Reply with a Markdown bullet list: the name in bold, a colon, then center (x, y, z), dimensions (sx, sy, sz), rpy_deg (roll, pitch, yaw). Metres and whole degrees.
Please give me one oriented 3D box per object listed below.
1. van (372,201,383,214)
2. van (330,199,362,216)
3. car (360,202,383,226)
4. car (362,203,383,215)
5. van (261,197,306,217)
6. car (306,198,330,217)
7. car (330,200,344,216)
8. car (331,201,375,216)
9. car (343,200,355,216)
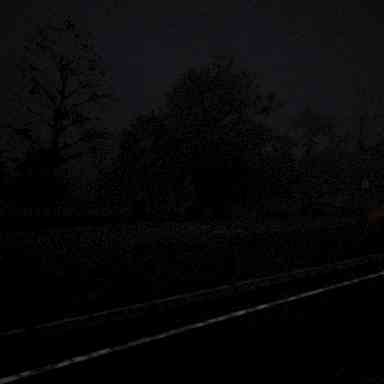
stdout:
- **van**: center (29.694, 2.342, 49.643), dimensions (1.878, 1.987, 4.442), rpy_deg (2, -1, -35)
- **van**: center (18.419, 1.902, 41.608), dimensions (1.878, 1.987, 4.442), rpy_deg (2, -1, -35)
- **car**: center (14.726, 1.726, 22.544), dimensions (1.946, 1.575, 5.366), rpy_deg (2, -1, -35)
- **car**: center (27.505, 2.481, 47.932), dimensions (2.231, 1.521, 4.892), rpy_deg (2, -1, -35)
- **van**: center (9.302, 1.570, 35.112), dimensions (1.878, 1.987, 4.442), rpy_deg (2, -1, -35)
- **car**: center (11.710, 1.620, 36.717), dimensions (2.435, 2.045, 5.566), rpy_deg (2, -1, -35)
- **car**: center (14.081, 1.950, 38.146), dimensions (1.946, 1.575, 5.366), rpy_deg (2, -1, -35)
- **car**: center (20.757, 2.090, 43.092), dimensions (2.185, 1.767, 4.553), rpy_deg (2, -1, -35)
- **car**: center (16.230, 2.040, 39.896), dimensions (2.231, 1.521, 4.892), rpy_deg (2, -1, -35)
